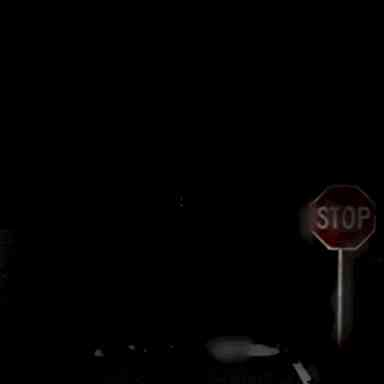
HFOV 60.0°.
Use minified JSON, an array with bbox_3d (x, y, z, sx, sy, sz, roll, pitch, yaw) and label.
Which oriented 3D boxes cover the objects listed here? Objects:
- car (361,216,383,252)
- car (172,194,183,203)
[{"bbox_3d":[9.154,1.721,13.689,5.008,1.535,1.882,1,1,0],"label":"car"},{"bbox_3d":[-2.766,1.281,65.555,2.097,1.767,4.553,0,0,0],"label":"car"}]
